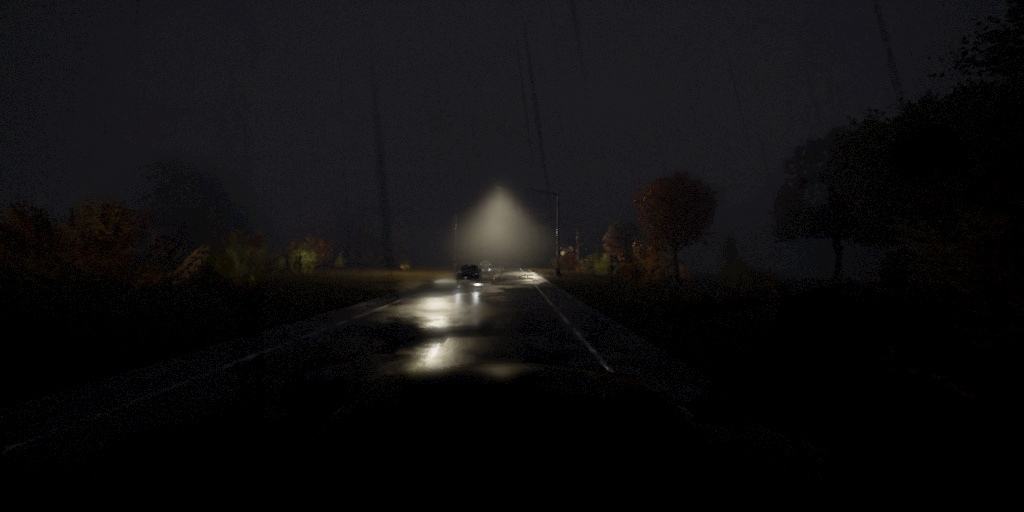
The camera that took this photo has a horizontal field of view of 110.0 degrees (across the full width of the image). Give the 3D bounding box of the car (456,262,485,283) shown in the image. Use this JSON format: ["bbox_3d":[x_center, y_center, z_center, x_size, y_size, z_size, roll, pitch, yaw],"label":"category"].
[{"bbox_3d":[-3.630,1.474,30.861,1.837,1.490,4.892,0,0,0],"label":"car"}]
